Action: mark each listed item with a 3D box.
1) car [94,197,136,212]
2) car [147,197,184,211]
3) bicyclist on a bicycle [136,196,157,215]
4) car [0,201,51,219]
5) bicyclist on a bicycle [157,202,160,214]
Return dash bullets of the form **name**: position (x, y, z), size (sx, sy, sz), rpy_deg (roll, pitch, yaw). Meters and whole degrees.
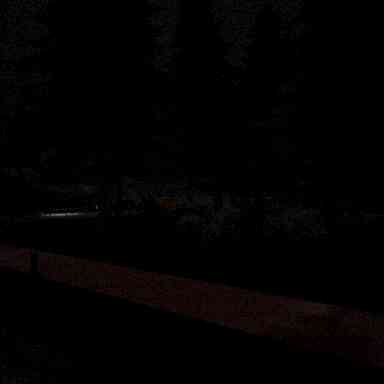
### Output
- **car**: position (-8.278, 1.329, 35.889), size (2.128, 1.511, 4.902), rpy_deg (0, 0, 36)
- **car**: position (-2.848, 1.315, 37.235), size (1.882, 1.535, 5.008), rpy_deg (0, 0, 35)
- **bicyclist on a bicycle**: position (-4.072, 1.141, 28.424), size (1.656, 1.620, 0.582), rpy_deg (0, 0, 15)
- **car**: position (-14.331, 1.438, 27.403), size (1.895, 1.301, 4.718), rpy_deg (0, 0, 35)
- **bicyclist on a bicycle**: position (-3.511, 1.142, 28.907), size (1.656, 1.620, 0.582), rpy_deg (0, 0, 22)
